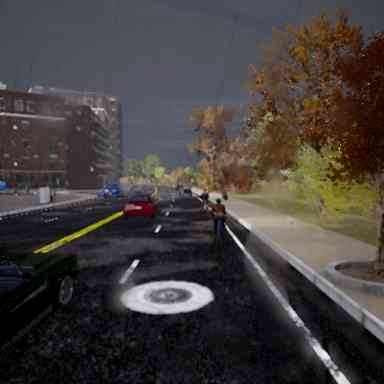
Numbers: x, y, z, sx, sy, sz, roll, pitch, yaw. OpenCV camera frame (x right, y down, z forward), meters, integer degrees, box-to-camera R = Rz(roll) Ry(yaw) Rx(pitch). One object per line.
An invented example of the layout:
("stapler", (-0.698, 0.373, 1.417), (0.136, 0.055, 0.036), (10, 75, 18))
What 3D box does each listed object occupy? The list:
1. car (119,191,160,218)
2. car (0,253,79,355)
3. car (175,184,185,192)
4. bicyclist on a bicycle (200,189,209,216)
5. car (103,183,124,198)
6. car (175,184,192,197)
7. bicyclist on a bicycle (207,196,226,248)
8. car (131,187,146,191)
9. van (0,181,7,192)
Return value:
("car", (-3.219, 0.842, 21.800), (1.994, 1.385, 4.181), (0, 2, -1))
("car", (-3.106, 1.458, 4.292), (1.895, 1.301, 4.718), (0, 2, 0))
("car", (-2.609, -0.866, 70.022), (1.882, 1.535, 5.008), (0, 2, -5))
("bicyclist on a bicycle", (0.834, 0.648, 21.591), (0.659, 1.776, 1.843), (0, 2, -1))
("car", (-10.658, -0.270, 45.377), (2.150, 2.045, 5.566), (0, 1, -4))
("car", (-0.998, -0.138, 48.760), (2.128, 1.511, 4.902), (0, 2, -3))
("bicyclist on a bicycle", (0.946, 1.060, 11.664), (0.582, 1.620, 1.656), (0, 2, 0))
("car", (-7.499, -0.019, 47.281), (2.033, 1.411, 5.357), (0, 2, -3))
("van", (-32.426, -0.864, 54.403), (3.998, 1.788, 1.690), (0, 1, -32))
